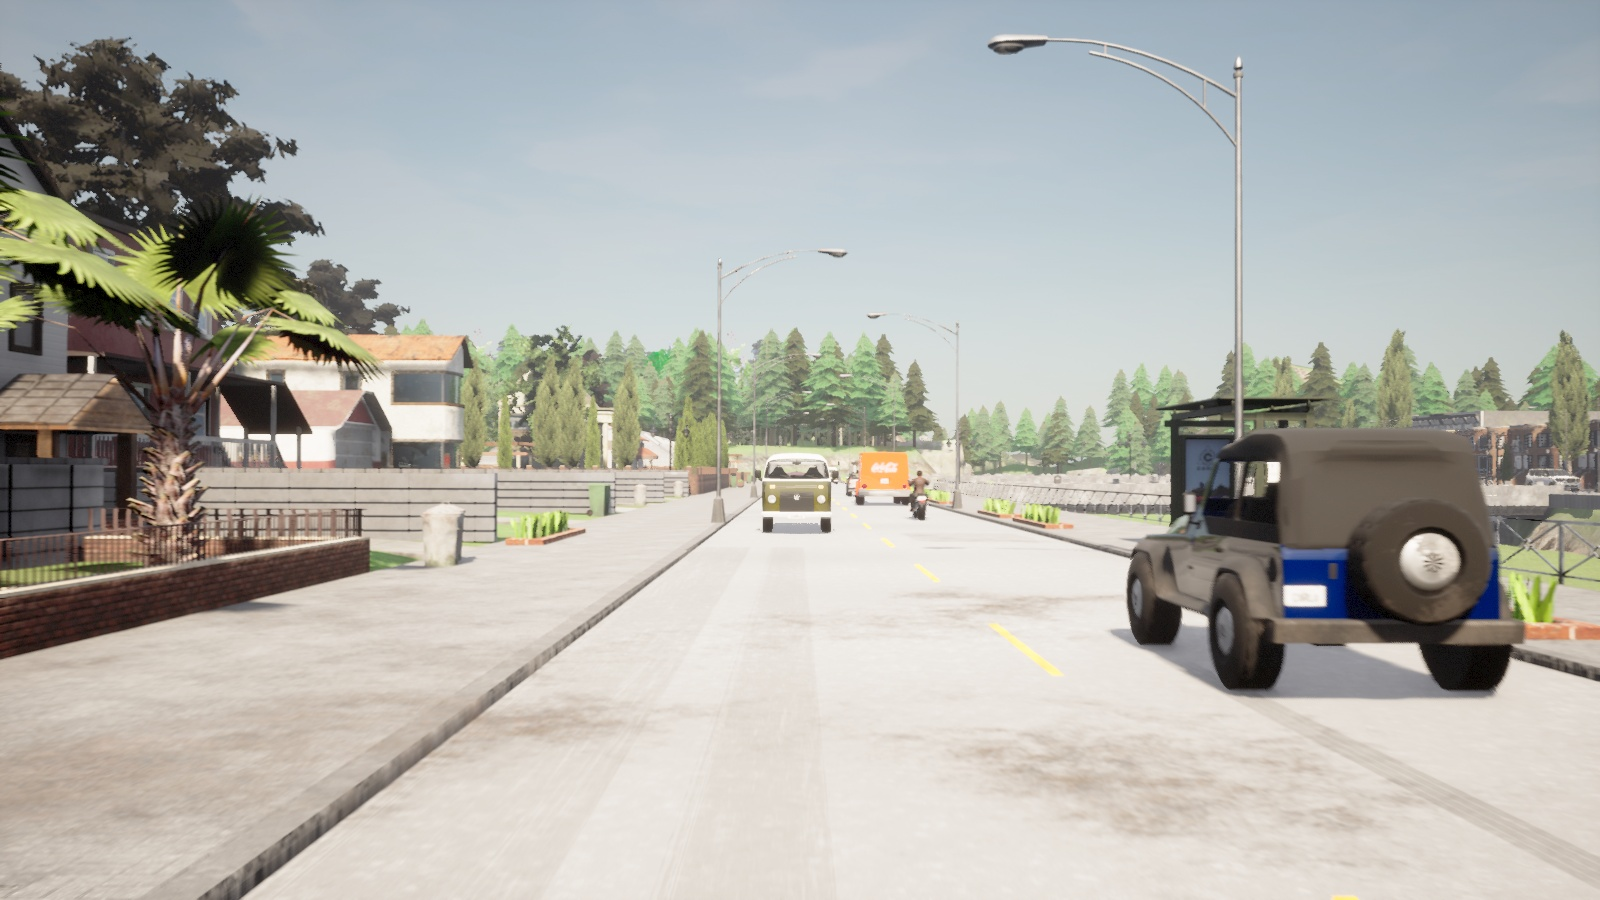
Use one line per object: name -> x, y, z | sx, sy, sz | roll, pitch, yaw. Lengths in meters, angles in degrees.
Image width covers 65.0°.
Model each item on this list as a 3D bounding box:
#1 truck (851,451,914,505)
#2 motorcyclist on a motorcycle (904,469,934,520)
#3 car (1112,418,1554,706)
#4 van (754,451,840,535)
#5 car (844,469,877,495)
truck -> 3.858, 1.314, 59.834 | 2.627, 2.467, 5.204 | 0, -1, 0
motorcyclist on a motorcycle -> 3.903, 1.441, 41.318 | 0.766, 1.649, 2.350 | 0, -1, 0
car -> 3.976, 0.765, 10.172 | 1.905, 1.878, 3.866 | 0, -1, 0
van -> -0.078, 1.086, 32.739 | 2.069, 2.038, 4.480 | 0, -1, 0
car -> 3.813, 2.028, 79.499 | 1.851, 1.617, 3.988 | 0, -1, 0
